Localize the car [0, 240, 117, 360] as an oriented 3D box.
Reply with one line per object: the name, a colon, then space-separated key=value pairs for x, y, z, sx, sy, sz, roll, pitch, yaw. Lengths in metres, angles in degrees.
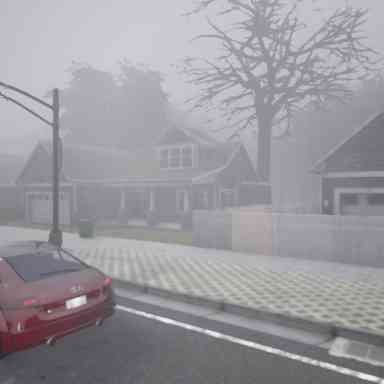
car: x=-3.336 y=1.604 z=6.056 sx=4.181 sy=1.385 sz=1.994 roll=0 pitch=0 yaw=35
